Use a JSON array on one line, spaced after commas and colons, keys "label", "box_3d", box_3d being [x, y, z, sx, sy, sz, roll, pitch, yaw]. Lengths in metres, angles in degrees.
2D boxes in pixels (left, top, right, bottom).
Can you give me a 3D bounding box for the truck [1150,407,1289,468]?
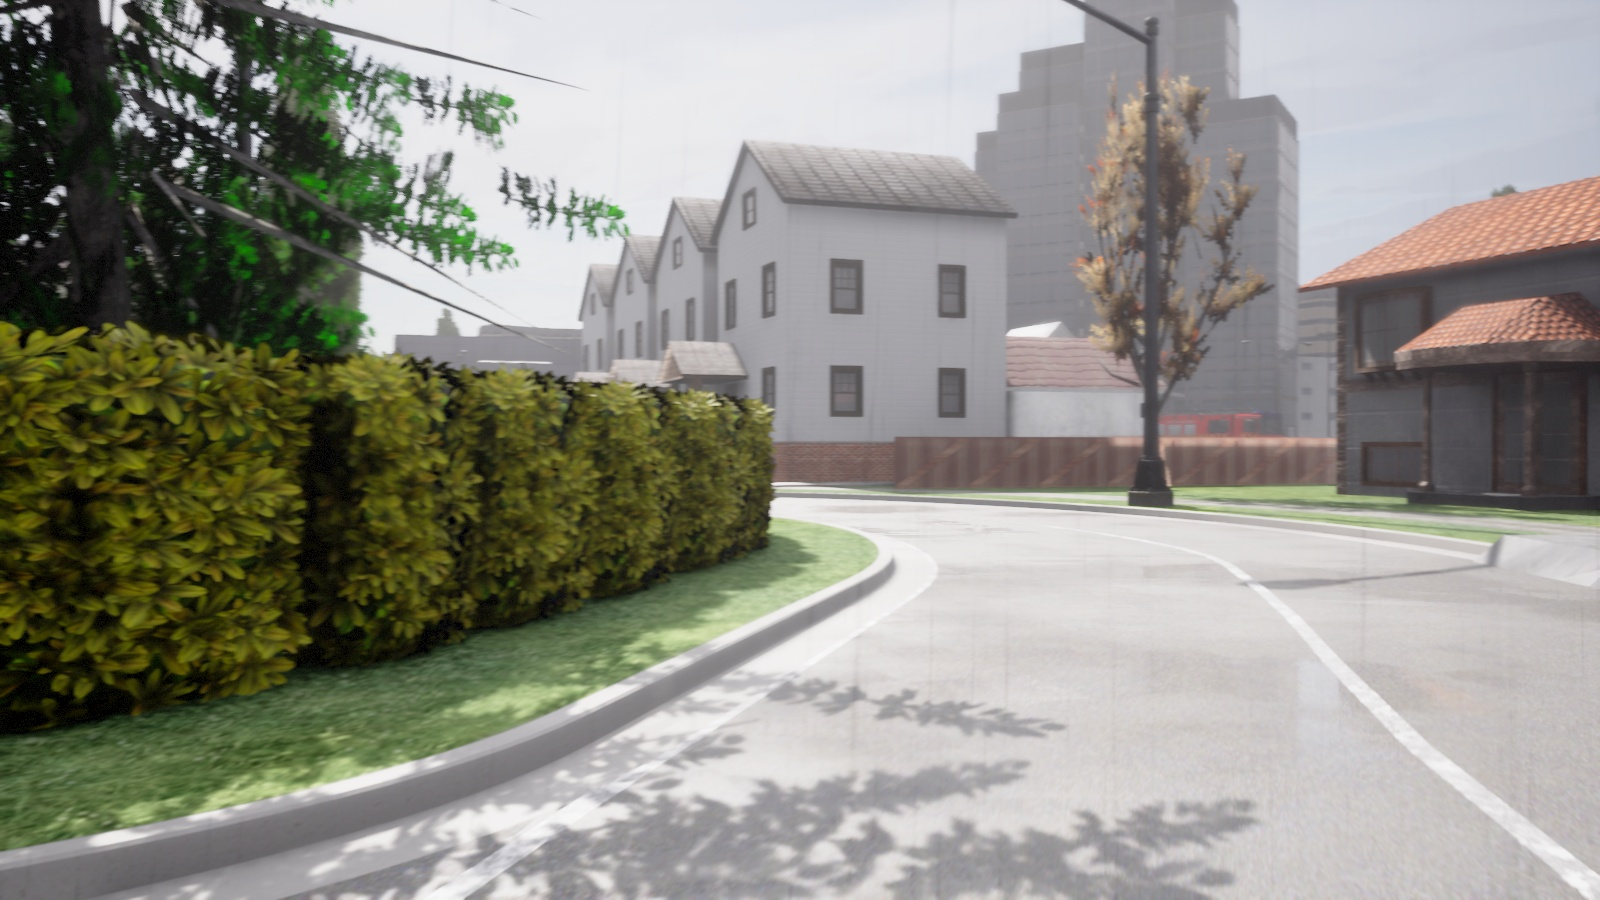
[{"label": "truck", "box_3d": [27.625, -0.816, 83.096, 2.891, 3.827, 8.468, 0, 0, -38]}]
